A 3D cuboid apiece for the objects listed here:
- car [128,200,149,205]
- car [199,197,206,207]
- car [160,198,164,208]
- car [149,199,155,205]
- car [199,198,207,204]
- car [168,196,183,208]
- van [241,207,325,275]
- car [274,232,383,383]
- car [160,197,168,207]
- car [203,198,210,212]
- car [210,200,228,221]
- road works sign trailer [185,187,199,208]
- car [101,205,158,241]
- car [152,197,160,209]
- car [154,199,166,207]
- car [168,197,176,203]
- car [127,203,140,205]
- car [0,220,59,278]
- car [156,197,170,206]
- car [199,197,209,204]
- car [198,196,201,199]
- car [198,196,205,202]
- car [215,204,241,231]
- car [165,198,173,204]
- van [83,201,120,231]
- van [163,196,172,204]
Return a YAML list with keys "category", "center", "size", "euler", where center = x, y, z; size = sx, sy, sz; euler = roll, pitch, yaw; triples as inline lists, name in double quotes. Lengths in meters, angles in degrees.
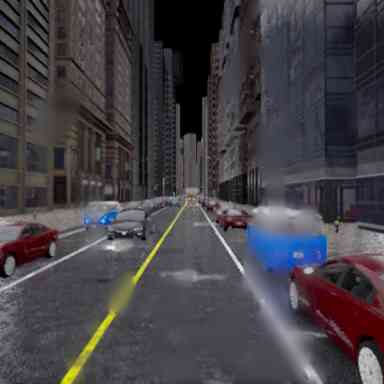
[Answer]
- category: "car"
  center: [-5.758, 1.697, 32.891]
  size: [1.967, 1.590, 4.097]
  euler: [0, 0, 0]
- category: "car"
  center: [2.769, 2.043, 60.910]
  size: [1.947, 1.339, 4.313]
  euler: [0, 0, 0]
- category: "car"
  center: [-5.757, 1.955, 49.694]
  size: [1.947, 1.339, 4.313]
  euler: [0, 0, 0]
- category: "car"
  center: [-5.758, 1.867, 38.491]
  size: [1.947, 1.339, 4.313]
  euler: [0, 0, 0]
- category: "car"
  center: [2.770, 2.244, 83.316]
  size: [1.802, 1.307, 4.206]
  euler: [0, 0, 0]
- category: "car"
  center: [-3.051, 1.964, 58.662]
  size: [1.837, 1.490, 4.892]
  euler: [0, 0, 0]
- category: "van"
  center: [2.766, 1.424, 10.493]
  size: [1.690, 1.788, 3.998]
  euler: [0, 0, 0]
- category: "car"
  center: [2.765, 1.584, 4.890]
  size: [1.887, 1.381, 4.507]
  euler: [0, 0, 0]
- category: "car"
  center: [-5.756, 1.748, 55.298]
  size: [2.192, 1.841, 5.009]
  euler: [0, 0, 0]
- category: "car"
  center: [2.768, 1.890, 44.104]
  size: [1.887, 1.381, 4.507]
  euler: [0, 0, 0]
- category: "car"
  center: [2.767, 1.654, 27.299]
  size: [1.967, 1.590, 4.097]
  euler: [0, 0, 0]
- category: "road works sign trailer"
  center: [0.003, 0.901, 55.769]
  size: [2.380, 3.560, 2.880]
  euler: [0, 0, 0]
- category: "car"
  center: [-3.099, 1.643, 17.565]
  size: [1.837, 1.490, 4.892]
  euler: [0, 0, 0]
- category: "car"
  center: [-5.757, 1.785, 44.094]
  size: [1.967, 1.590, 4.097]
  euler: [0, 0, 0]
- category: "car"
  center: [-5.756, 2.059, 60.897]
  size: [1.802, 1.307, 4.206]
  euler: [0, 0, 0]
- category: "car"
  center: [-5.754, 2.197, 94.508]
  size: [1.967, 1.590, 4.097]
  euler: [0, 0, 0]
- category: "car"
  center: [-5.759, 1.796, 27.288]
  size: [1.802, 1.307, 4.206]
  euler: [0, 0, 0]
- category: "car"
  center: [-5.760, 1.627, 10.484]
  size: [1.887, 1.381, 4.507]
  euler: [0, 0, 0]
- category: "car"
  center: [-5.755, 1.838, 66.501]
  size: [2.192, 1.841, 5.009]
  euler: [0, 0, 0]
- category: "car"
  center: [2.770, 2.055, 77.716]
  size: [1.967, 1.590, 4.097]
  euler: [0, 0, 0]
- category: "car"
  center: [2.769, 2.119, 72.113]
  size: [2.008, 1.369, 4.403]
  euler: [0, 0, 0]
- category: "car"
  center: [2.769, 2.089, 66.511]
  size: [1.947, 1.339, 4.313]
  euler: [0, 0, 0]
- category: "car"
  center: [2.766, 1.715, 21.696]
  size: [1.887, 1.381, 4.507]
  euler: [0, 0, 0]
- category: "car"
  center: [-5.755, 2.186, 83.133]
  size: [1.752, 1.417, 4.829]
  euler: [0, 0, 0]
- category: "van"
  center: [-5.758, 1.511, 21.689]
  size: [1.690, 1.788, 3.998]
  euler: [0, 0, 0]
- category: "van"
  center: [-5.755, 1.956, 77.703]
  size: [1.690, 1.788, 3.998]
  euler: [0, 0, 0]
